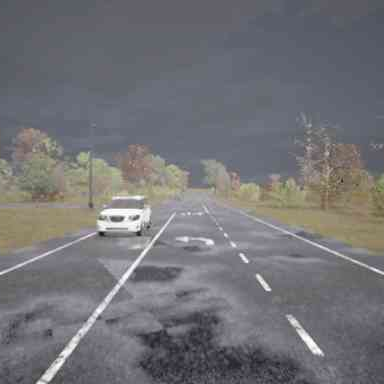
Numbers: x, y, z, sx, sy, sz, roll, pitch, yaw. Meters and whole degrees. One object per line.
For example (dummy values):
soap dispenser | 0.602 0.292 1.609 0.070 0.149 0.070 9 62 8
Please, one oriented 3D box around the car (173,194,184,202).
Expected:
car | -3.423 1.383 75.843 1.837 1.490 4.892 0 0 0

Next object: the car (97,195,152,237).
car | -3.505 1.213 18.275 2.150 2.045 5.566 0 0 0
